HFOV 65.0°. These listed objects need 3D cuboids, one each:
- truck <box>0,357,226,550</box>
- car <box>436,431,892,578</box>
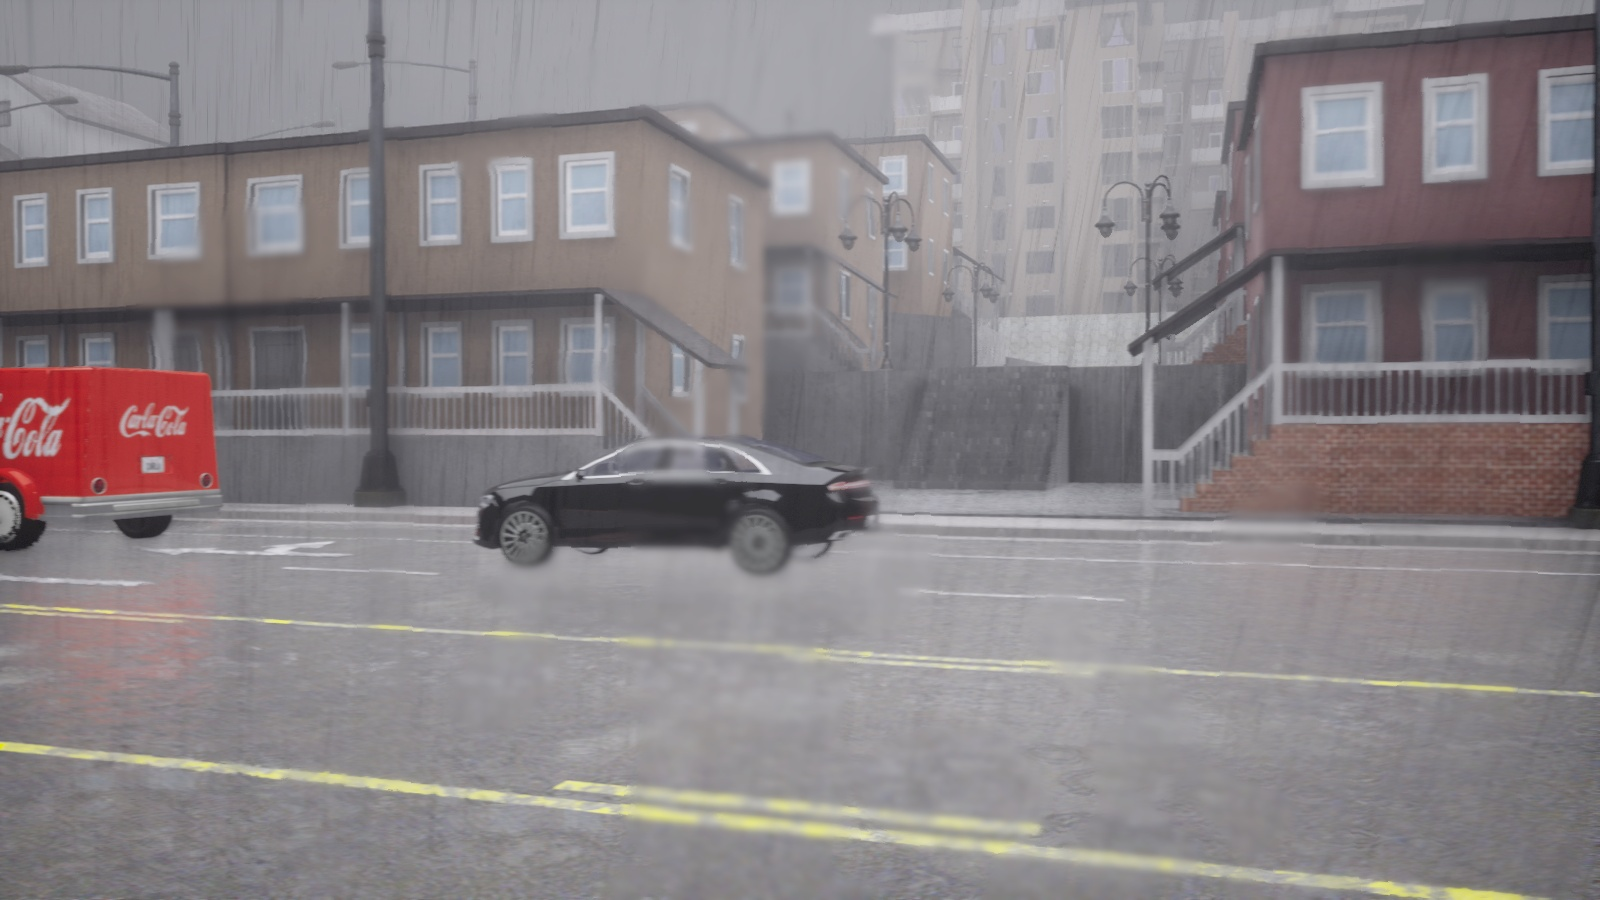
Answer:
[{"bbox_3d":[-11.340,0.007,18.077,5.204,2.467,2.627,1,1,19],"label":"truck"},{"bbox_3d":[-1.560,0.540,14.797,4.902,1.511,2.128,1,1,19],"label":"car"}]
